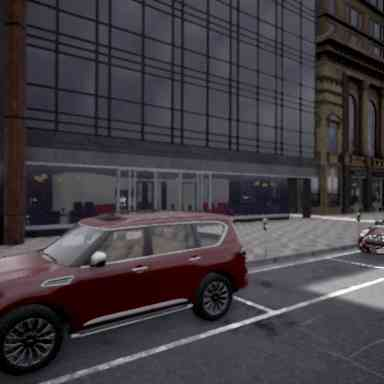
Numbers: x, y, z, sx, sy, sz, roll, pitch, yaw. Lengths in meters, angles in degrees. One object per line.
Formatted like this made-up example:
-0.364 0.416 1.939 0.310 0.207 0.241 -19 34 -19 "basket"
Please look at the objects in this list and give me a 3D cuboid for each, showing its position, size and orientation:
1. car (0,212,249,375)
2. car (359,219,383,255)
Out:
-1.217 1.319 5.774 5.009 1.841 2.192 0 0 -35 "car"
7.962 1.467 12.315 4.097 1.590 1.967 0 0 -35 "car"
